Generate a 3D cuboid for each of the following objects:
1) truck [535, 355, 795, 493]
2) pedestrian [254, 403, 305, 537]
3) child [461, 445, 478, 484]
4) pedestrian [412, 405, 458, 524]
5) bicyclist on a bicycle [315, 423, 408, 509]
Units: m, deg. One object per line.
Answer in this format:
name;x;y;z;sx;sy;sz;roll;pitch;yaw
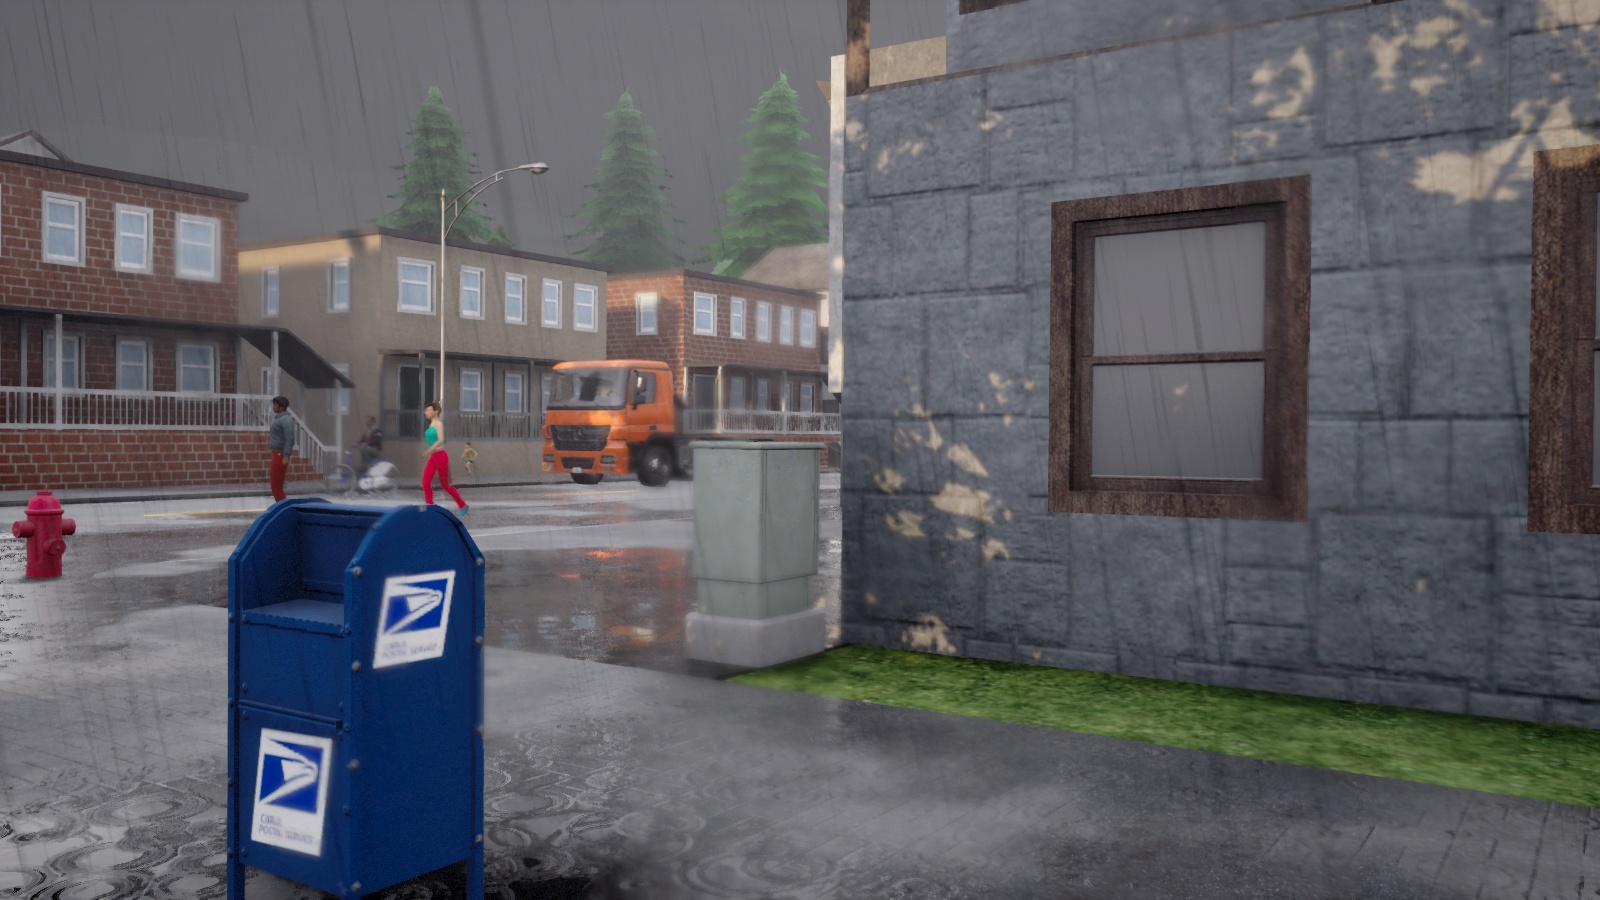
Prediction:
truck;-3.555;-0.704;35.599;2.891;3.462;7.936;0;1;34
pedestrian;-7.312;0.267;17.629;0.614;1.847;0.353;-1;1;-26
child;-9.510;0.414;36.151;0.255;1.110;0.394;0;1;31
pedestrian;-5.736;0.224;19.730;0.594;1.836;0.345;-1;1;-39
bicyclist on a bicycle;-9.352;0.320;26.836;0.659;1.776;1.843;0;1;33
